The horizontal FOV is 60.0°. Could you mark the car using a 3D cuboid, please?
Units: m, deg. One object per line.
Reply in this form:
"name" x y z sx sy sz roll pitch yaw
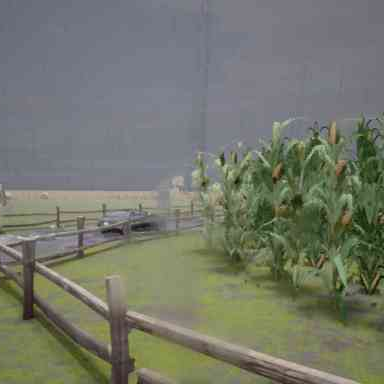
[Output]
"car" -3.343 1.640 19.083 1.994 1.385 4.181 1 0 35
